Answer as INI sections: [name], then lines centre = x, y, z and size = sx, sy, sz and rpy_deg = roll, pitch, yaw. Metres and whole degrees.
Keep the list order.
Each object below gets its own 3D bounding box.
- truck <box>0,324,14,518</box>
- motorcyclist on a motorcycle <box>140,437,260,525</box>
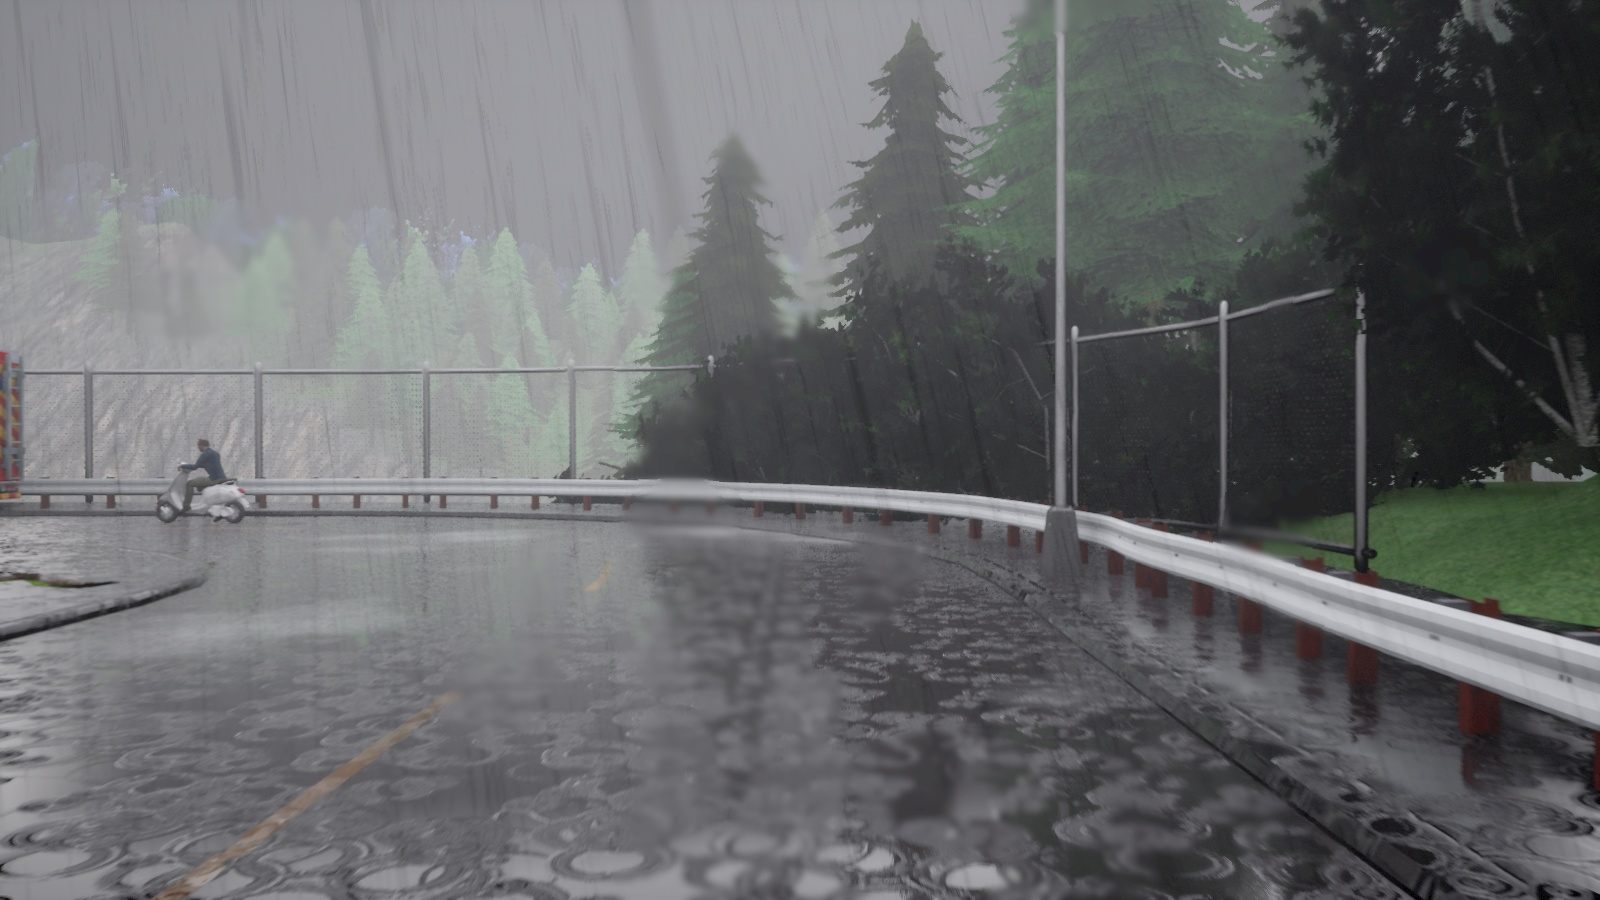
[truck]
centre = -19.930, -0.567, 23.605
size = 8.468, 3.827, 2.891
rpy_deg = 0, 0, -1
[motorcyclist on a motorcycle]
centre = -11.145, 0.560, 23.351
size = 1.817, 1.590, 0.866
rpy_deg = 0, 0, 6
